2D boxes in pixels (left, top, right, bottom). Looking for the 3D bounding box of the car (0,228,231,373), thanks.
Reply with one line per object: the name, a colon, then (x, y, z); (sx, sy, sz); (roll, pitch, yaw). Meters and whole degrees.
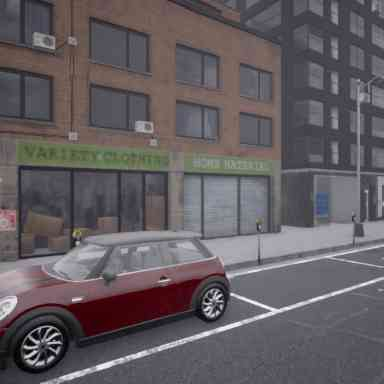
car: (-1.369, 1.440, 5.559); (4.097, 1.590, 1.967); (0, 0, -36)
